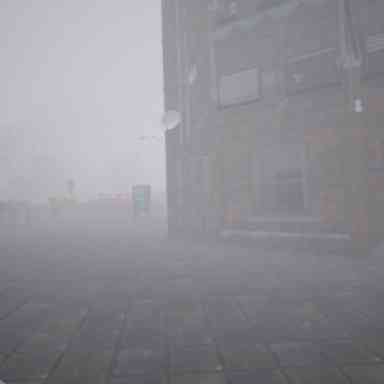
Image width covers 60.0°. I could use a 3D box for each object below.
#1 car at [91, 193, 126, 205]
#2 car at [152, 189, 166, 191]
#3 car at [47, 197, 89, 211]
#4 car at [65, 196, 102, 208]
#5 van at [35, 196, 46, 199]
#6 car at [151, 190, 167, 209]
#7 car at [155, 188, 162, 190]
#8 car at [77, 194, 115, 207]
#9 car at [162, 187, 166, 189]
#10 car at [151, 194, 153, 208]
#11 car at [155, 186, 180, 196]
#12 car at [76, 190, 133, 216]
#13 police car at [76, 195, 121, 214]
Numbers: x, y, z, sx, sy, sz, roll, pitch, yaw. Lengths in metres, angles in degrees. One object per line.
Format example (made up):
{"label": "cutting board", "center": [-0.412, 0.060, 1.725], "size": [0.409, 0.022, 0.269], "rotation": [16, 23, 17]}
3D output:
{"label": "car", "center": [-12.868, 1.044, 51.261], "size": [4.892, 1.521, 2.231], "rotation": [-2, 2, 24]}
{"label": "car", "center": [-3.324, 0.844, 41.814], "size": [5.366, 1.575, 1.946], "rotation": [-2, 2, 24]}
{"label": "car", "center": [-16.193, 1.514, 43.585], "size": [4.892, 1.521, 2.231], "rotation": [-2, 2, 24]}
{"label": "car", "center": [-15.080, 1.396, 46.141], "size": [4.674, 1.452, 2.002], "rotation": [-2, 2, 24]}
{"label": "van", "center": [-17.203, 1.434, 40.969], "size": [4.442, 1.987, 1.878], "rotation": [-2, 2, 24]}
{"label": "car", "center": [-4.830, 1.023, 39.269], "size": [5.366, 1.575, 1.946], "rotation": [-2, 2, 24]}
{"label": "car", "center": [-8.511, 0.299, 61.389], "size": [4.553, 1.767, 2.185], "rotation": [-2, 2, 24]}
{"label": "car", "center": [-14.015, 1.207, 48.582], "size": [4.892, 1.521, 2.231], "rotation": [-2, 2, 24]}
{"label": "car", "center": [-6.179, 0.132, 66.602], "size": [4.792, 1.488, 2.163], "rotation": [-2, 2, 24]}
{"label": "car", "center": [-6.949, 1.315, 33.904], "size": [5.008, 1.535, 2.097], "rotation": [-2, 2, 24]}
{"label": "car", "center": [-5.135, -0.177, 69.182], "size": [4.553, 1.767, 2.185], "rotation": [-2, 2, 24]}
{"label": "car", "center": [-8.164, 1.183, 31.212], "size": [5.566, 2.045, 2.435], "rotation": [-2, 1, 24]}
{"label": "police car", "center": [-10.407, 1.344, 37.407], "size": [1.930, 1.638, 5.238], "rotation": [-2, 2, 23]}
